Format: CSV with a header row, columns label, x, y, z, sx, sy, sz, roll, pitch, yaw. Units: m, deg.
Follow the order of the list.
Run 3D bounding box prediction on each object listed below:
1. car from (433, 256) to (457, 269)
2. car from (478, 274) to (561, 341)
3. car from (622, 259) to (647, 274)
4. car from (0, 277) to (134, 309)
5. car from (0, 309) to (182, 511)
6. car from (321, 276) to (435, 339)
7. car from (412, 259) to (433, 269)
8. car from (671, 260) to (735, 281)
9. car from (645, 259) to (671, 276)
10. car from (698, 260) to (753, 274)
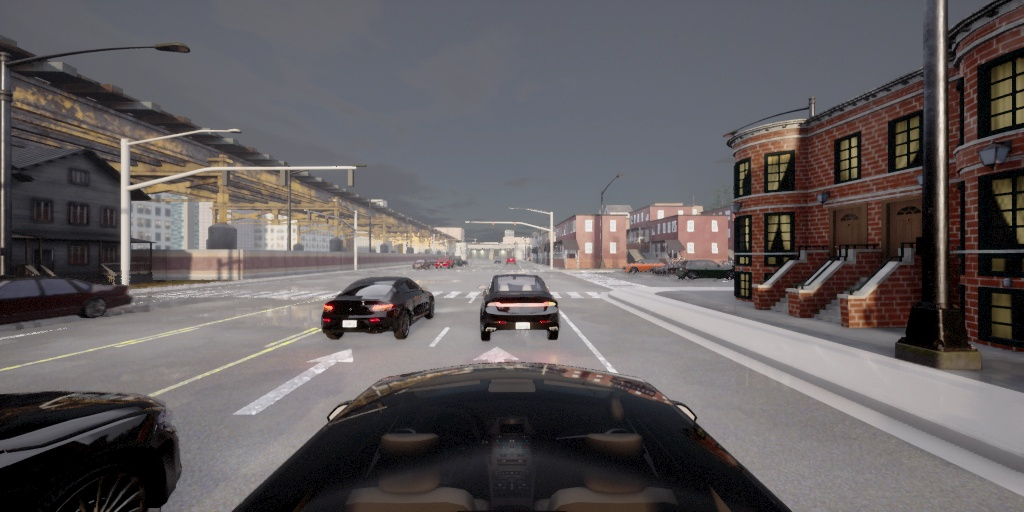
label,x,y,z,sx,sy,sz,roll,pitch,yaw
car,-10.737,0.971,57.273,2.150,2.045,5.566,0,0,0
car,0.092,1.242,9.902,2.128,1.511,4.902,0,0,-3
car,14.743,1.102,40.198,4.553,1.767,2.097,0,0,0
car,-14.124,1.297,10.068,2.033,1.411,5.357,0,0,0
car,-3.395,1.242,0.668,2.128,1.511,4.902,0,0,0
car,-3.450,1.276,9.935,1.812,1.442,4.674,0,0,0
car,-14.238,1.276,56.391,1.812,1.442,4.674,0,0,0
car,16.055,1.102,29.577,4.553,1.767,2.097,0,0,1
car,16.899,1.297,36.715,5.357,1.411,2.033,0,0,0
car,23.890,1.241,40.226,4.902,1.511,2.128,0,0,0
